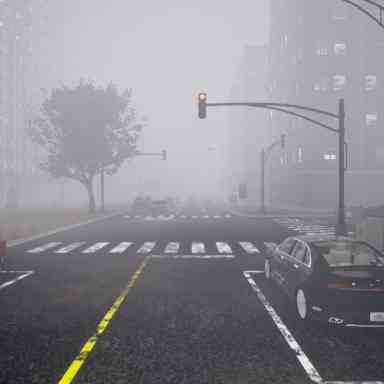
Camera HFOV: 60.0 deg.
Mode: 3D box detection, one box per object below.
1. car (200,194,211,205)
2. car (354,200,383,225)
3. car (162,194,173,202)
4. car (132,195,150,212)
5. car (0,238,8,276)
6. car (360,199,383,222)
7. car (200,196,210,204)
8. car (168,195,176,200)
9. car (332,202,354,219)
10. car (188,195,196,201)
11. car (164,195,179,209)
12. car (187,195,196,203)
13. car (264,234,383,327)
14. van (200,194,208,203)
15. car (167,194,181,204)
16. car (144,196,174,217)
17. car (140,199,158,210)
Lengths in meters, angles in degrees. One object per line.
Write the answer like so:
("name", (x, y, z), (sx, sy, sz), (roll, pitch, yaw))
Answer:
("car", (2.641, 1.610, 61.425), (1.947, 1.339, 4.313), (0, 0, 0))
("car", (12.972, 1.330, 20.589), (4.674, 1.442, 1.812), (-1, 0, 0))
("car", (-5.753, 1.385, 77.987), (2.192, 1.841, 5.009), (0, 0, 0))
("car", (-5.723, 1.336, 39.327), (2.192, 1.841, 5.009), (0, 0, 0))
("car", (-5.696, 1.545, 6.939), (1.887, 1.381, 4.507), (0, 0, 0))
("car", (14.921, 1.283, 23.797), (4.892, 1.490, 1.837), (-1, 0, -1))
("car", (2.637, 1.578, 67.118), (1.752, 1.417, 4.829), (0, 0, 0))
("car", (-5.766, 1.654, 94.556), (2.008, 1.369, 4.403), (0, 0, 0))
("car", (13.405, 1.350, 26.360), (4.403, 1.369, 2.008), (-1, 1, -1))
("car", (-0.061, 1.446, 79.075), (1.812, 1.442, 4.674), (0, 0, 0))
("car", (-3.133, 1.532, 46.401), (1.837, 1.490, 4.892), (0, 0, 0))
("car", (-0.055, 1.656, 69.098), (1.895, 1.301, 4.718), (0, 0, 0))
("car", (2.684, 1.551, 6.945), (2.008, 1.369, 4.403), (0, 0, 0))
("van", (2.632, 1.402, 72.471), (1.690, 1.788, 3.998), (0, 0, 0))
("car", (-3.103, 1.539, 63.361), (2.128, 1.511, 4.902), (0, 0, 0))
("car", (-3.124, 1.492, 32.179), (1.882, 1.535, 5.008), (0, 0, 0))
("car", (-5.727, 1.592, 44.850), (1.947, 1.339, 4.313), (0, 0, 0))
